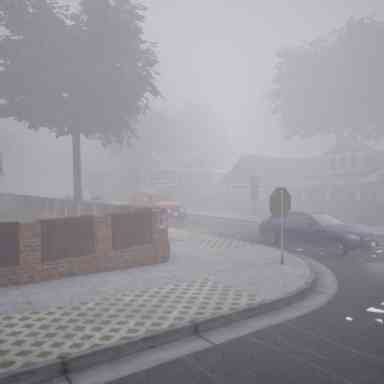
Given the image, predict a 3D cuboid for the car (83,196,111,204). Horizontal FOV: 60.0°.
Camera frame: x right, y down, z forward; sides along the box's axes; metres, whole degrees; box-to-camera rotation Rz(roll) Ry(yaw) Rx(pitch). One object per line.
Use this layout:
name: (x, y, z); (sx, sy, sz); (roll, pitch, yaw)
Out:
car: (-9.444, 1.119, 32.600); (2.128, 1.511, 4.902); (0, 1, -35)

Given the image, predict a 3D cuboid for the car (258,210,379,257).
car: (4.621, 1.436, 12.870); (1.812, 1.442, 4.674); (0, 1, -36)

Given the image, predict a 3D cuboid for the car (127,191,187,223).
car: (-2.584, 0.980, 22.948); (2.150, 2.045, 5.566); (0, 2, -36)

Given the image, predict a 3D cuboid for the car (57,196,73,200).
car: (-15.890, 1.093, 41.711); (1.895, 1.301, 4.718); (0, 1, -35)
